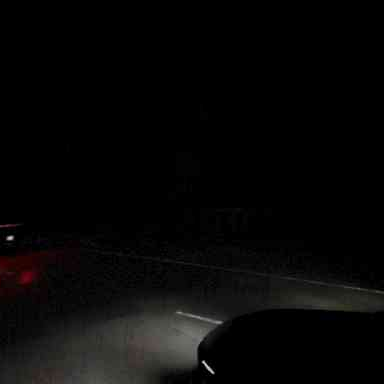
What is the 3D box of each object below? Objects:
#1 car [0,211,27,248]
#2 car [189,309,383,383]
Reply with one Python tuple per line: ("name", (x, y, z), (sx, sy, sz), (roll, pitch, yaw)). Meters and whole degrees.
("car", (-8.536, 1.395, 12.803), (4.902, 1.511, 2.128), (0, 0, 27))
("car", (2.146, 1.520, 2.267), (4.674, 1.442, 1.812), (1, 0, 35))
